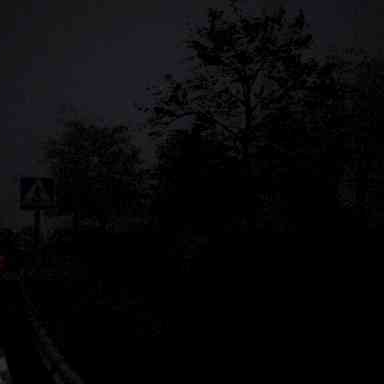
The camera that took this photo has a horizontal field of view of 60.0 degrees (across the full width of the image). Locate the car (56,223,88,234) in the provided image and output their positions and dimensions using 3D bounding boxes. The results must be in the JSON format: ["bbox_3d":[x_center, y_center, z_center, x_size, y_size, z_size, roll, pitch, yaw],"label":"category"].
[{"bbox_3d":[-19.390,5.900,53.903,4.792,1.488,2.163,1,-5,-22],"label":"car"}]

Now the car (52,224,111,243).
[{"bbox_3d":[-10.265,3.810,30.945,5.008,1.535,2.097,1,-5,-22],"label":"car"}]

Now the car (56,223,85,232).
[{"bbox_3d":[-22.478,6.495,61.547,4.892,1.521,2.231,1,-5,-22],"label":"car"}]

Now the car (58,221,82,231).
[{"bbox_3d":[-24.483,6.761,66.675,4.553,1.767,2.185,1,-4,-22],"label":"car"}]

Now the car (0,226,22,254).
[{"bbox_3d":[-11.704,2.905,20.080,1.837,1.490,4.892,1,-6,-23],"label":"car"}]

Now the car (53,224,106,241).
[{"bbox_3d":[-11.271,4.053,33.496,4.892,1.521,2.231,1,-5,-22],"label":"car"}]

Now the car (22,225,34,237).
[{"bbox_3d":[-21.274,5.098,43.758,1.882,1.535,5.008,1,-5,-21],"label":"car"}]

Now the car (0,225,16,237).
[{"bbox_3d":[-25.767,5.411,46.091,1.812,1.442,4.674,1,-5,-22],"label":"car"}]

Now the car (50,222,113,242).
[{"bbox_3d":[-9.249,3.566,28.395,4.892,1.521,2.231,1,-5,-22],"label":"car"}]

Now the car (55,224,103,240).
[{"bbox_3d":[-12.265,4.322,36.047,4.792,1.488,2.163,1,-5,-22],"label":"car"}]

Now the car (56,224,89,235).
[{"bbox_3d":[-18.428,5.687,51.332,4.792,1.488,2.163,1,-5,-22],"label":"car"}]

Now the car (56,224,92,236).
[{"bbox_3d":[-16.367,5.255,46.238,4.674,1.452,2.002,1,-5,-22],"label":"car"}]

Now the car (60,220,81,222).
[{"bbox_3d":[-15.376,4.866,43.685,4.553,1.767,2.185,1,-5,-22],"label":"car"}]

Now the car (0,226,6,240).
[{"bbox_3d":[-22.057,4.565,36.797,1.837,1.490,4.892,1,-5,-22],"label":"car"}]

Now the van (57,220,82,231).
[{"bbox_3d":[-23.603,6.467,64.077,4.442,1.987,1.878,1,-4,-22],"label":"van"}]

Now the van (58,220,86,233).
[{"bbox_3d":[-20.330,5.859,56.504,4.442,1.987,1.878,1,-5,-22],"label":"van"}]
